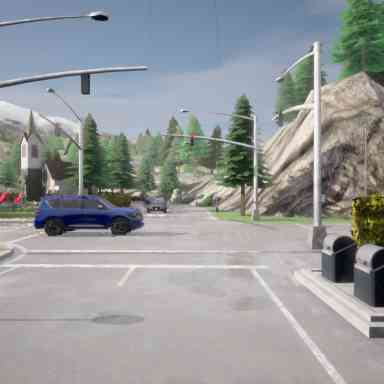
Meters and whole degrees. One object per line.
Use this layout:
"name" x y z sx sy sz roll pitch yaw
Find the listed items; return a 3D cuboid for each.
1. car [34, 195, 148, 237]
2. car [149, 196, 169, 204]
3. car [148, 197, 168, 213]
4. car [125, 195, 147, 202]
"car" -5.409 1.224 17.727 5.566 2.045 2.150 0 0 -1
"car" -6.488 1.547 64.656 2.033 1.411 5.357 0 0 -27
"car" -3.762 1.564 36.484 1.994 1.385 4.181 0 0 -2
"car" -12.355 1.433 73.210 5.008 1.535 1.882 0 0 42
